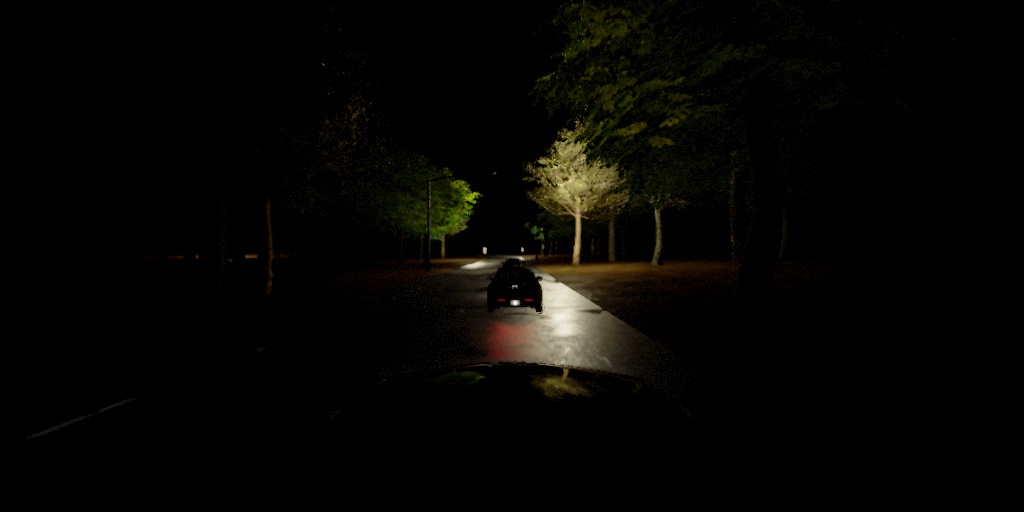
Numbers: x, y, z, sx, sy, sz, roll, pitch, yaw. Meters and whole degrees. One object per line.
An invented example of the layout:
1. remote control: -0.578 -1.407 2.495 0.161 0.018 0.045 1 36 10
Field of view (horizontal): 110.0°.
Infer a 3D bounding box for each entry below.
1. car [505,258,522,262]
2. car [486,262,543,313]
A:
1. car: 0.103 0.943 31.415 1.837 1.490 4.892 0 1 0
2. car: 0.101 1.158 13.411 1.837 1.490 4.892 0 1 0
